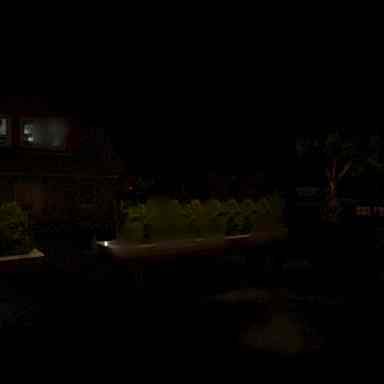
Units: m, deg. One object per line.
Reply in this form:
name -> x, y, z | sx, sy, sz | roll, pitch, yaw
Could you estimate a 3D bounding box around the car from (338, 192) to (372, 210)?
car -> 17.407, 0.985, 36.196 | 3.866, 1.878, 1.905 | 0, 0, 0
